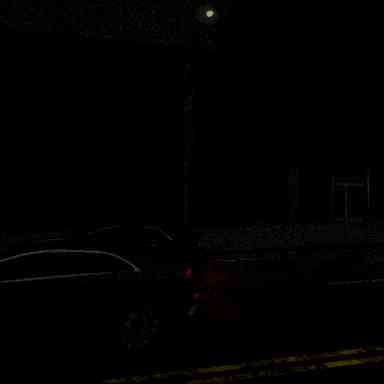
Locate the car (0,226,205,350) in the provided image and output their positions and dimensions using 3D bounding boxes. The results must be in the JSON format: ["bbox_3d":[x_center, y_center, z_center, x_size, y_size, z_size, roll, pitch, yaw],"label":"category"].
[{"bbox_3d":[-2.350,1.499,5.245,4.902,1.511,2.128,0,0,-13],"label":"car"}]

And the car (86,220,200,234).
[{"bbox_3d":[-2.093,1.516,8.646,4.892,1.490,1.837,0,0,-13],"label":"car"}]
